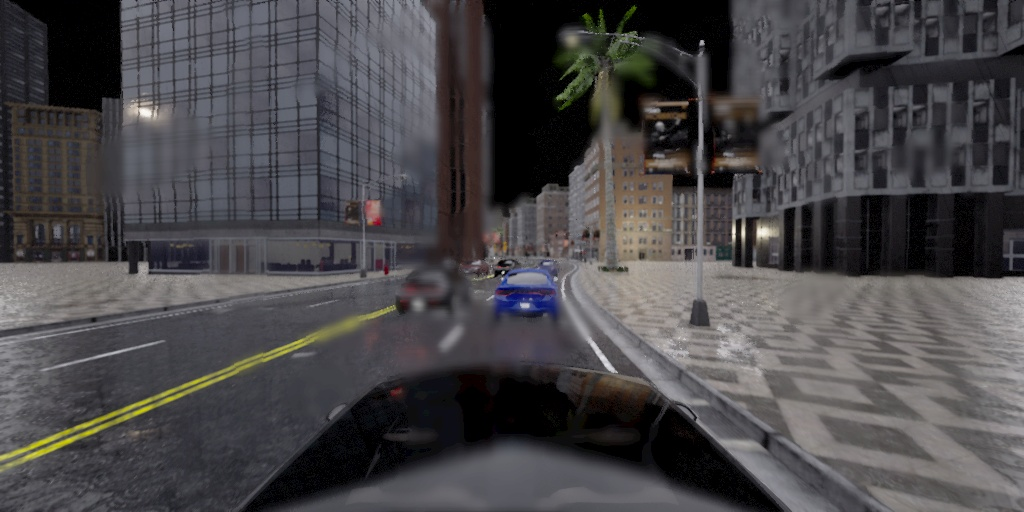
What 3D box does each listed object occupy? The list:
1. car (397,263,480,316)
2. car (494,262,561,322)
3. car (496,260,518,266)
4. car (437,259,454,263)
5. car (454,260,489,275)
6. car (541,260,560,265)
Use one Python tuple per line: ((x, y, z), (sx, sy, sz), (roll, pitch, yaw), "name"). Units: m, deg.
((-2.594, 1.174, 13.102), (1.837, 1.490, 4.892), (0, 1, 5), "car")
((0.580, 1.157, 12.115), (1.882, 1.535, 5.008), (0, 1, 5), "car")
((-0.219, 1.055, 30.712), (1.837, 1.490, 4.892), (0, 0, 11), "car")
((-6.322, 1.037, 34.504), (1.812, 1.442, 4.674), (0, 0, 11), "car")
((-3.361, 1.056, 32.721), (1.812, 1.442, 4.674), (0, 0, 11), "car")
((3.143, 1.081, 31.009), (1.812, 1.442, 4.674), (0, 0, 11), "car")
